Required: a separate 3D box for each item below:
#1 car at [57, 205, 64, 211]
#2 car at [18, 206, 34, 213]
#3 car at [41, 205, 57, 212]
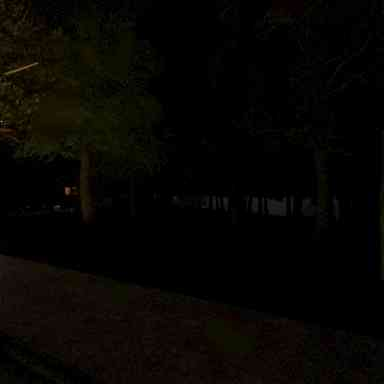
[{"bbox_3d":[-35.087,4.221,87.486,2.128,1.511,4.902,0,-2,-9],"label":"car"},{"bbox_3d":[-35.752,3.714,71.698,2.033,1.411,5.357,0,-2,-9],"label":"car"},{"bbox_3d":[-33.375,3.870,77.202,1.837,1.490,4.892,0,-2,-9],"label":"car"}]
